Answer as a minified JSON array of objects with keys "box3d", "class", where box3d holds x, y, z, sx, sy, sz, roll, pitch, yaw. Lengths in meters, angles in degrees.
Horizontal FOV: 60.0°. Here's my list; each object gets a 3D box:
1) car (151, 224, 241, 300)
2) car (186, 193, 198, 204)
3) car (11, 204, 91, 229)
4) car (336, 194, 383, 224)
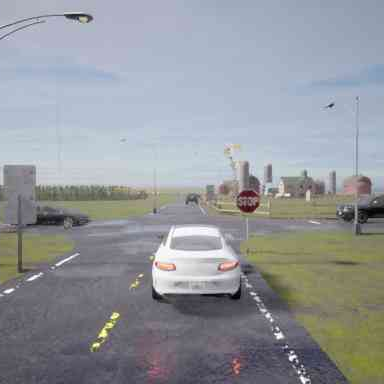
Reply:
[{"box3d":[0.084,1.524,8.277,1.812,1.442,4.674,0,0,0],"class":"car"},{"box3d":[-0.031,1.221,64.676,2.150,2.045,5.566,0,0,0],"class":"car"},{"box3d":[-8.933,1.523,21.088,4.892,1.490,1.837,0,1,1],"class":"car"},{"box3d":[13.614,1.192,24.419,5.566,2.045,2.150,0,1,-2],"class":"car"}]
